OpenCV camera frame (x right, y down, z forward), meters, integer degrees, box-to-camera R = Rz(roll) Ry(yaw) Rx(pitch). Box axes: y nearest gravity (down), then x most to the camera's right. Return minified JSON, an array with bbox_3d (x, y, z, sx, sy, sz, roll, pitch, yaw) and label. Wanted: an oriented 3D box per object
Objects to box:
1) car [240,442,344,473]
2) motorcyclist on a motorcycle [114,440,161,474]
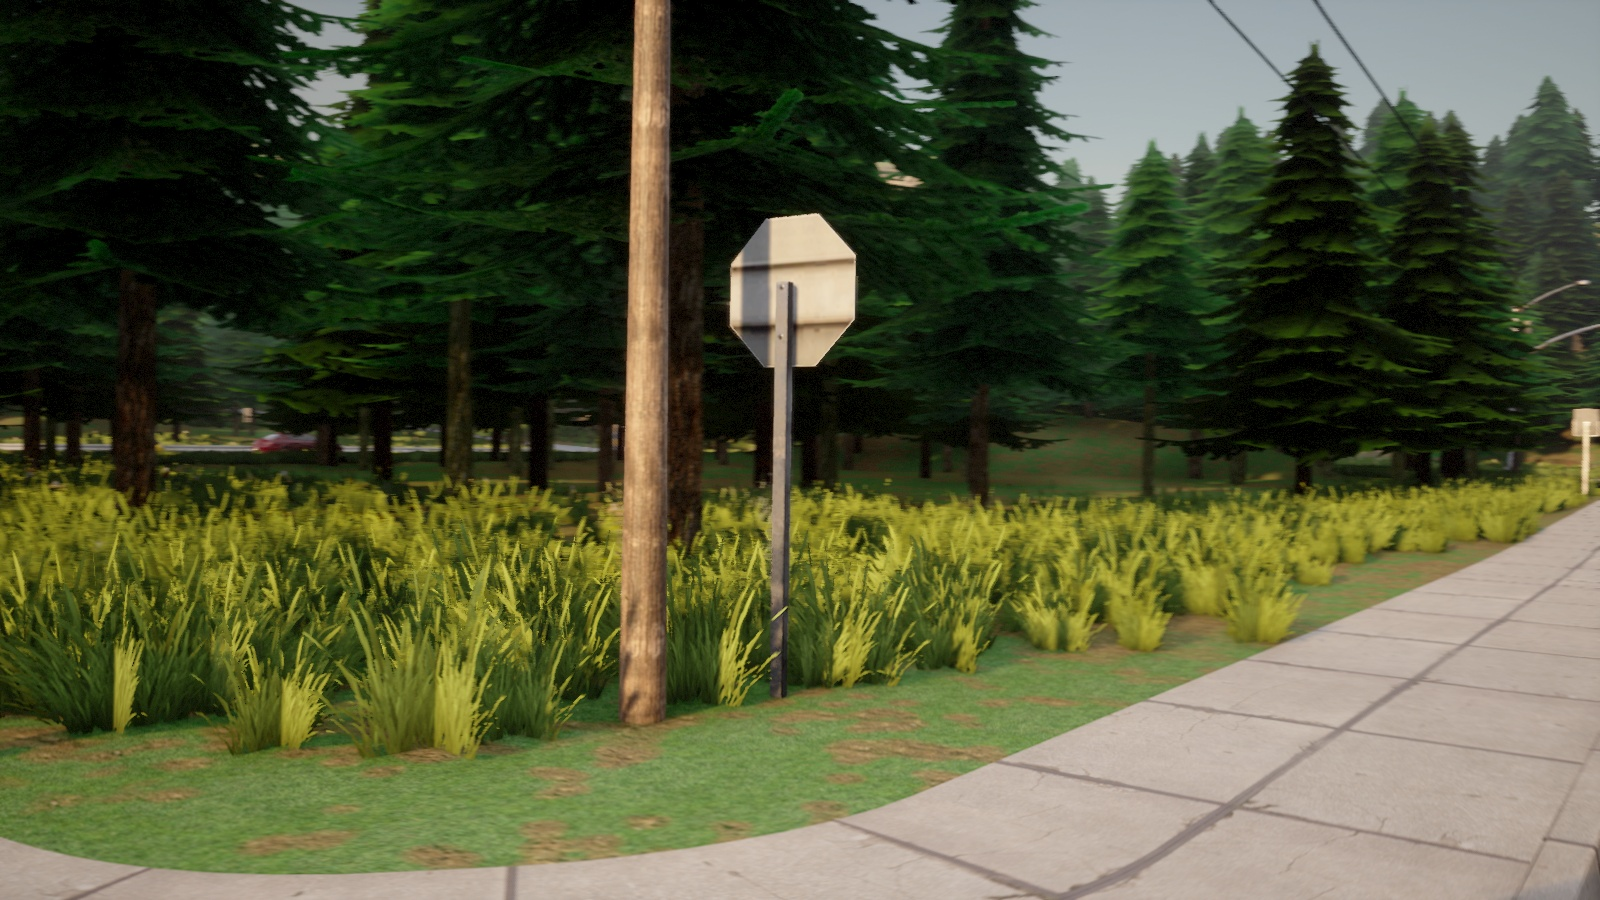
[{"bbox_3d":[-25.656,0.346,63.551,1.812,1.442,4.674,0,1,34],"label":"car"},{"bbox_3d":[-31.930,0.337,60.533,0.866,1.590,1.817,0,1,34],"label":"motorcyclist on a motorcycle"}]
